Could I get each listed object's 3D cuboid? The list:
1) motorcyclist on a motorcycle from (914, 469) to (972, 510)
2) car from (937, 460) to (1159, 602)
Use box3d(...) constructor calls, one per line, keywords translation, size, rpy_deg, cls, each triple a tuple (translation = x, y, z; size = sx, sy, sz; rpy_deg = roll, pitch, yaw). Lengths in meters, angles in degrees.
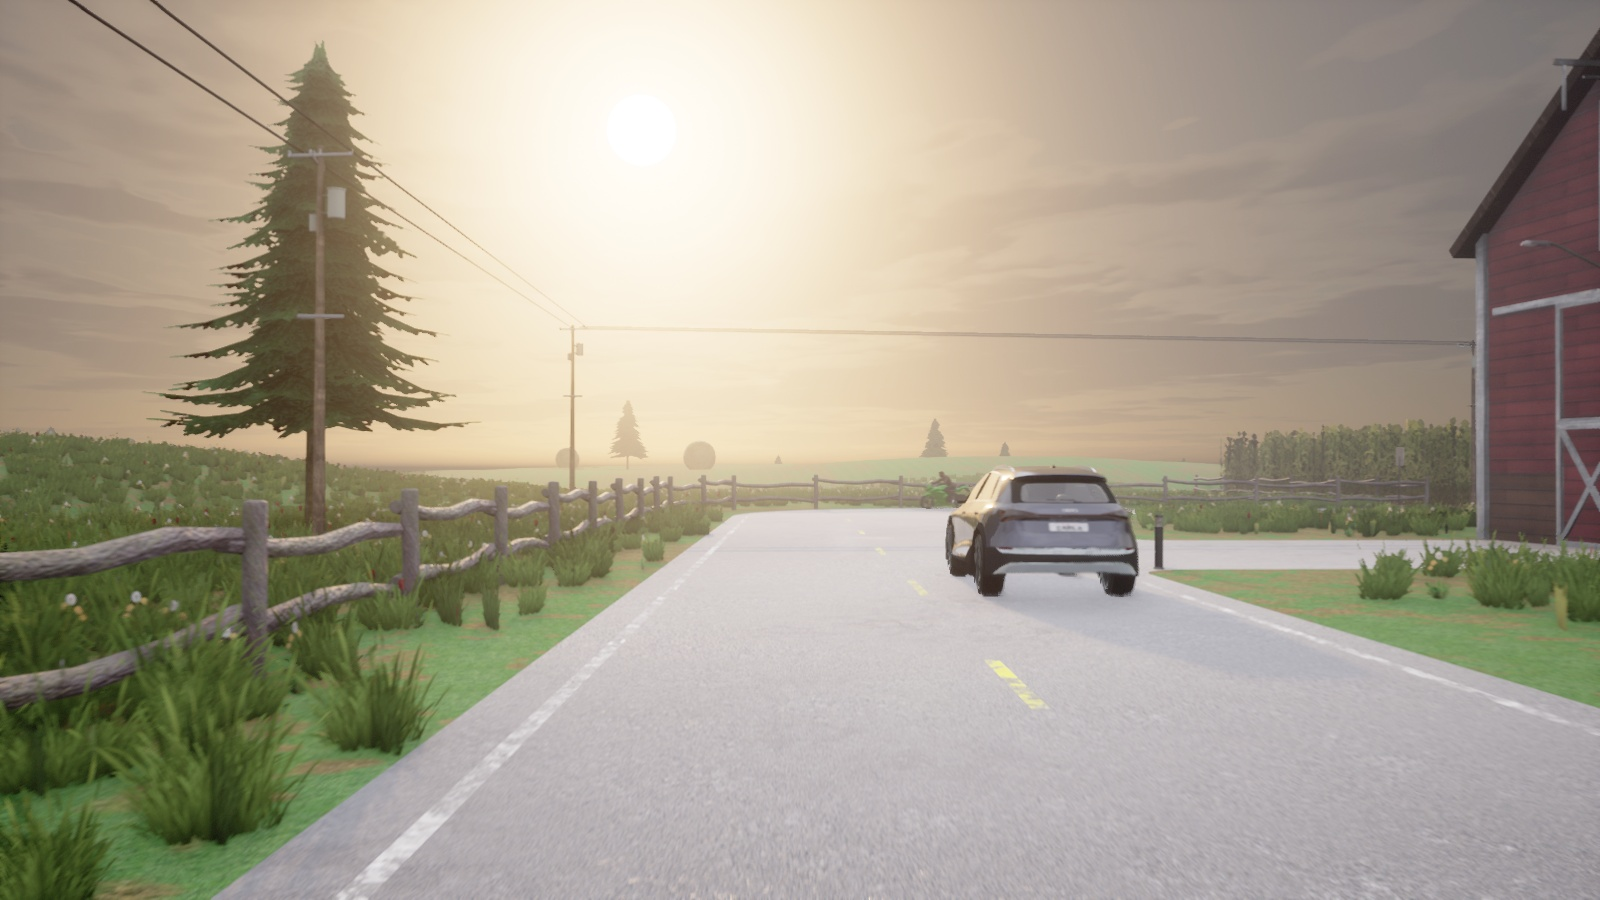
box3d(translation=(5.507, 1.495, 48.435), size=(2.044, 1.523, 0.797), rpy_deg=(0, 2, -15), cls="motorcyclist on a motorcycle")
box3d(translation=(3.158, 0.984, 17.089), size=(2.033, 1.649, 4.856), rpy_deg=(0, -1, 0), cls="car")
